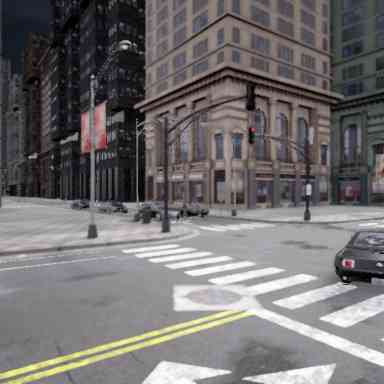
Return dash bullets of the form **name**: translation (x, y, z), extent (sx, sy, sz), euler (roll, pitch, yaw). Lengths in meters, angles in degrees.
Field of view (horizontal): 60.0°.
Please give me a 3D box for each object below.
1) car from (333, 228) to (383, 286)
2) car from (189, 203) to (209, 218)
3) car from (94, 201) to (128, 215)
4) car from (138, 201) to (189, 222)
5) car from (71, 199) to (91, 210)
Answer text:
- **car**: translation (5.212, 1.610, 8.843), extent (1.895, 1.301, 4.718), euler (0, 0, 34)
- **car**: translation (-0.600, 1.634, 29.638), extent (1.895, 1.301, 4.718), euler (0, 0, -34)
- **car**: translation (-8.369, 1.614, 35.206), extent (1.994, 1.385, 4.181), euler (0, 0, -36)
- **car**: translation (-2.705, 1.530, 27.204), extent (2.128, 1.511, 4.902), euler (0, 0, -35)
- **car**: translation (-14.432, 1.611, 43.802), extent (2.033, 1.411, 5.357), euler (0, 0, -36)
